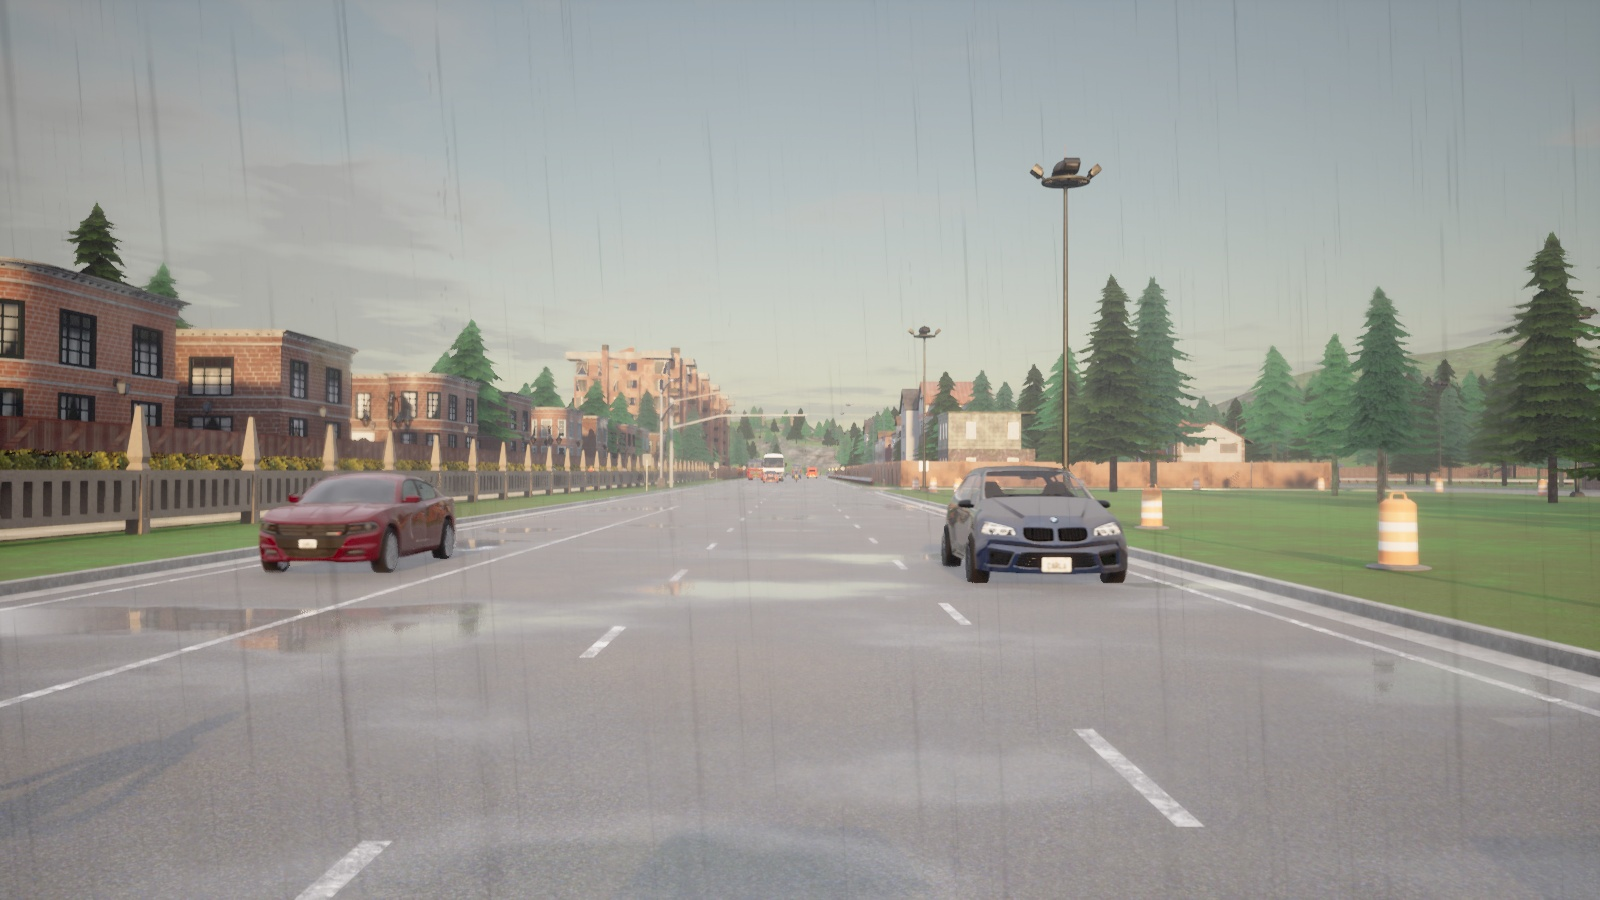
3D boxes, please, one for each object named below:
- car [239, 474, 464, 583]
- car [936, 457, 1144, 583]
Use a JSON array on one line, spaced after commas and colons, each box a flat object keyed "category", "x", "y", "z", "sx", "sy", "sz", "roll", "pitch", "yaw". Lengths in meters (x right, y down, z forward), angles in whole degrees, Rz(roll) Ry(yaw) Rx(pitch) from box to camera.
[{"category": "car", "x": -7.053, "y": 1.166, "z": 20.389, "sx": 1.882, "sy": 1.535, "sz": 5.008, "roll": 0, "pitch": -1, "yaw": 0}, {"category": "car", "x": 3.450, "y": 0.968, "z": 19.052, "sx": 2.242, "sy": 1.667, "sz": 4.611, "roll": 0, "pitch": -1, "yaw": 0}]
